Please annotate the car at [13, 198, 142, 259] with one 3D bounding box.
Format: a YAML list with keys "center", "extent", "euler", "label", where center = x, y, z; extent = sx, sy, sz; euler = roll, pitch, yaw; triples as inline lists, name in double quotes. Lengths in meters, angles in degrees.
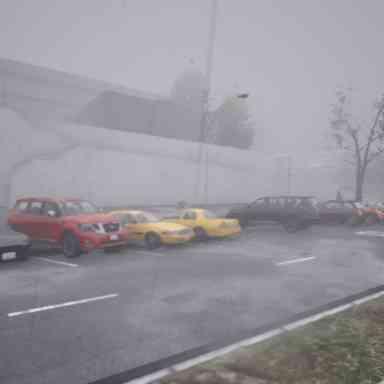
- center: [-4.952, 1.242, 12.982]
  extent: [5.566, 2.045, 2.435]
  euler: [-1, -1, 34]
  label: "car"

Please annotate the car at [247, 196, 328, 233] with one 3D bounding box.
- center: [4.767, 1.268, 19.969]
  extent: [5.566, 2.045, 2.435]
  euler: [-1, -1, 35]
  label: "car"

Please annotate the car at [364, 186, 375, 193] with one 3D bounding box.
- center: [42.244, -0.574, 79.120]
  extent: [2.231, 1.521, 4.892]
  euler: [7, 3, 35]
  label: "car"

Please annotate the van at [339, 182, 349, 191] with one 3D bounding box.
- center: [38.759, -1.346, 83.956]
  extent: [1.878, 1.987, 4.442]
  euler: [7, 3, 35]
  label: "van"

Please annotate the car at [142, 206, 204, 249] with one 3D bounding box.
- center: [-2.378, 1.490, 14.628]
  extent: [5.366, 1.575, 1.946]
  euler: [-1, -1, 35]
  label: "car"

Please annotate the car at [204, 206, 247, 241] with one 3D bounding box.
- center: [-0.246, 1.501, 16.575]
  extent: [5.366, 1.575, 1.946]
  euler: [-1, -1, 35]
  label: "car"

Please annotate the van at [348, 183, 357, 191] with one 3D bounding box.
- center: [40.487, -1.073, 81.484]
  extent: [1.878, 1.987, 4.442]
  euler: [7, 3, 35]
  label: "van"

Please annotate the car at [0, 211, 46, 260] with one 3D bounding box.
- center: [-7.395, 1.521, 11.234]
  extent: [4.792, 1.488, 2.163]
  euler: [-1, -1, 34]
  label: "car"

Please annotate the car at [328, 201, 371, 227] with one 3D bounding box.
- center: [9.707, 1.420, 23.420]
  extent: [4.553, 1.767, 2.185]
  euler: [-1, -1, 35]
  label: "car"

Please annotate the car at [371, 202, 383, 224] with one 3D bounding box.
- center: [12.102, 1.439, 25.204]
  extent: [4.553, 1.767, 2.185]
  euler: [-1, -1, 34]
  label: "car"
